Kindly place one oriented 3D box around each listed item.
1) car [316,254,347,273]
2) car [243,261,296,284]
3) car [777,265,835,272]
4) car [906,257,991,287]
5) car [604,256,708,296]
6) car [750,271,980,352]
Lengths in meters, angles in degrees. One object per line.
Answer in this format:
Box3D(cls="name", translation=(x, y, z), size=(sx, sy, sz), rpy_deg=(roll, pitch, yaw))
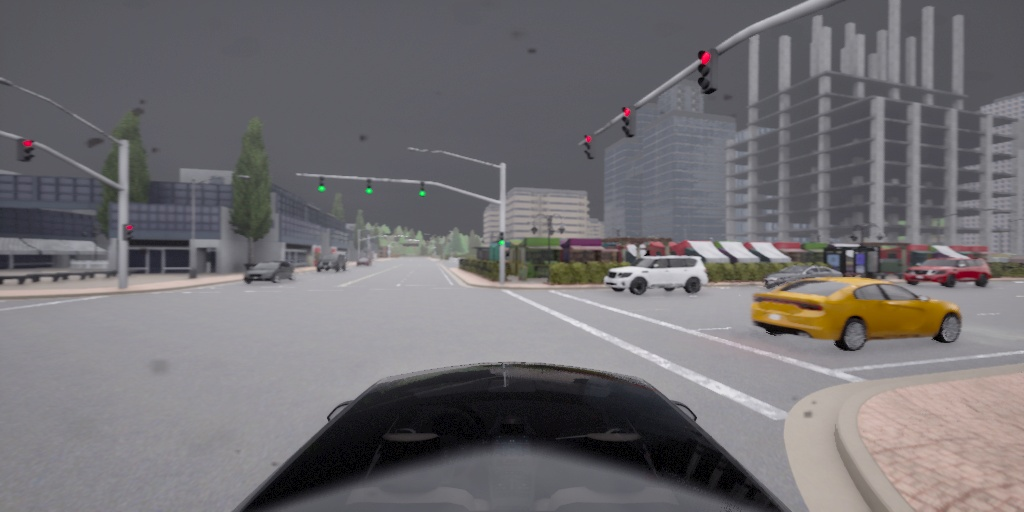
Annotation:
Box3D(cls="car", translation=(-20.503, 0.799, 40.924), size=(2.150, 2.045, 5.566), rpy_deg=(0, 0, -13))
Box3D(cls="car", translation=(-16.928, 1.122, 25.269), size=(1.837, 1.490, 4.892), rpy_deg=(0, 0, -13))
Box3D(cls="car", translation=(18.005, 1.322, 22.219), size=(4.902, 1.511, 2.128), rpy_deg=(0, 0, -14))
Box3D(cls="car", translation=(30.973, 1.124, 25.515), size=(5.566, 2.045, 2.150), rpy_deg=(0, 0, -14))
Box3D(cls="car", translation=(7.884, 0.995, 19.635), size=(5.566, 2.045, 2.150), rpy_deg=(0, 0, -14))
Box3D(cls="car", translation=(8.427, 1.268, 8.840), size=(5.008, 1.535, 1.882), rpy_deg=(0, 0, -14))
